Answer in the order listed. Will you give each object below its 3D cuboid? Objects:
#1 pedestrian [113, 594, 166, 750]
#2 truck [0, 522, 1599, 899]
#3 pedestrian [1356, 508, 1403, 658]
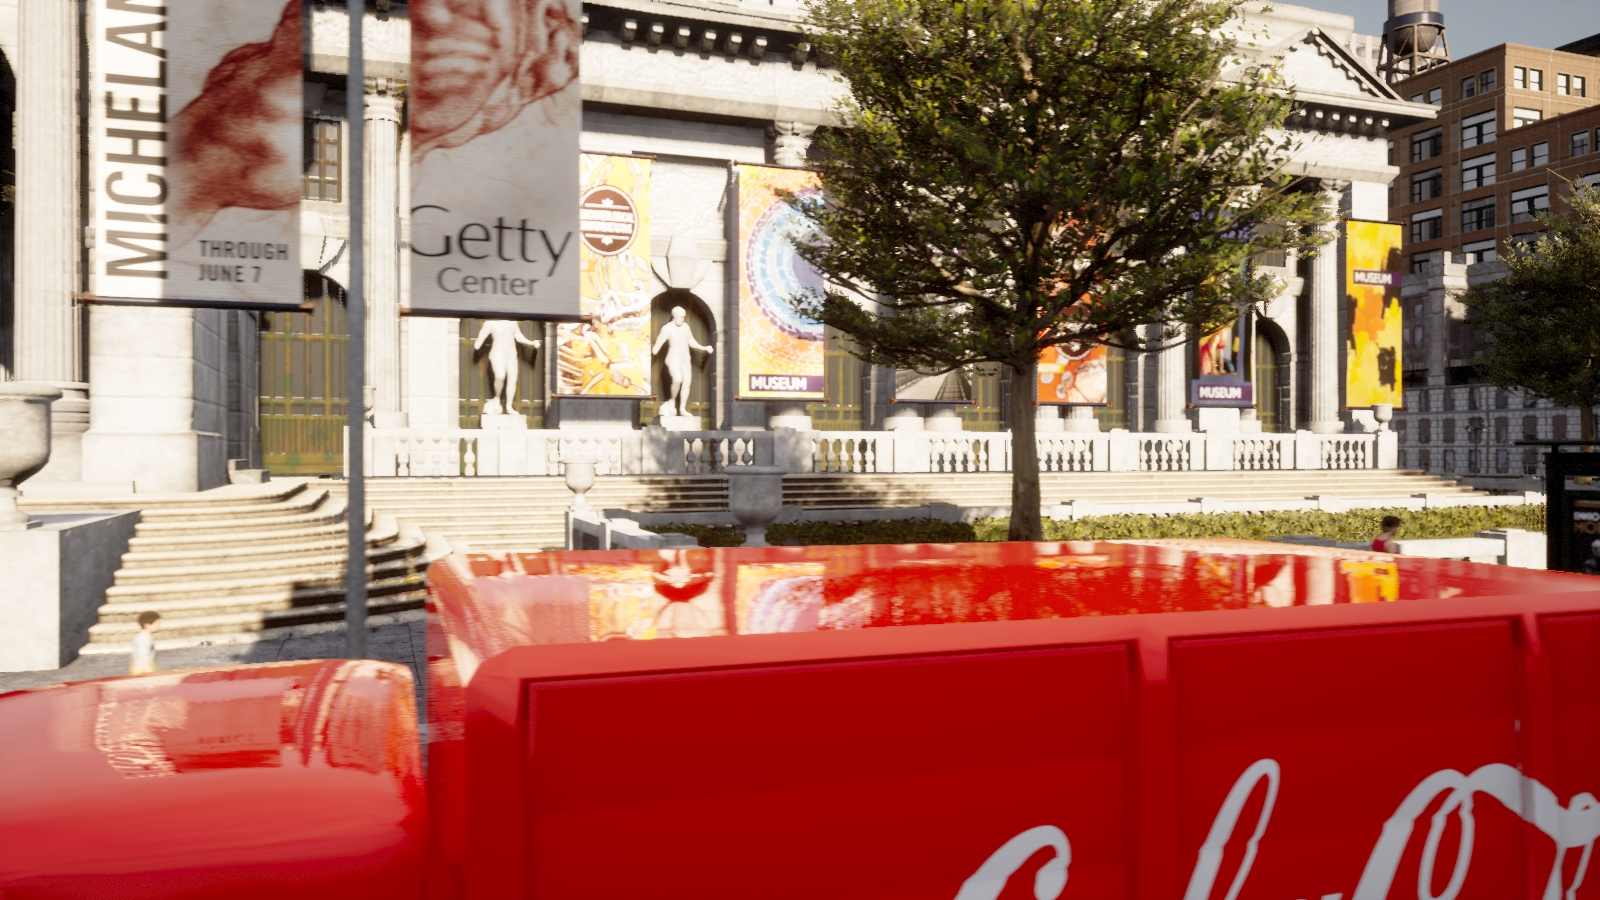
[{"bbox_3d":[-5.919,1.977,10.253,0.375,1.300,0.375,0,0,-25],"label":"pedestrian"},{"bbox_3d":[-0.196,1.568,3.225,5.204,2.467,2.627,0,0,-20],"label":"truck"},{"bbox_3d":[7.408,1.687,14.615,0.375,1.860,0.375,0,0,-12],"label":"pedestrian"}]
